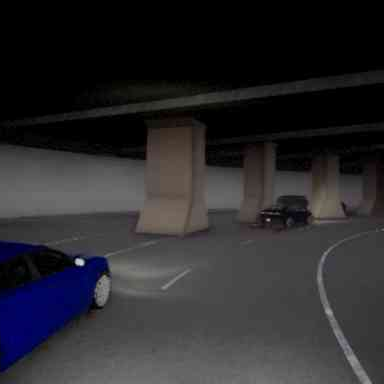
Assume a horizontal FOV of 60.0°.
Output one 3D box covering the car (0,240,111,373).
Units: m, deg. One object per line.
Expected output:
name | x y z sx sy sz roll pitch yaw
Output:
car | -2.822 1.439 4.814 1.882 1.535 5.008 0 0 8

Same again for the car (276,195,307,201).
car | 11.572 1.373 40.176 5.566 2.045 2.150 1 0 -33

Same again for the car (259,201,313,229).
car | 6.510 1.577 22.674 2.128 1.511 4.902 1 0 45

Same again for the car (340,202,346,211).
car | 15.837 1.702 38.694 4.902 1.511 2.128 1 0 -30
